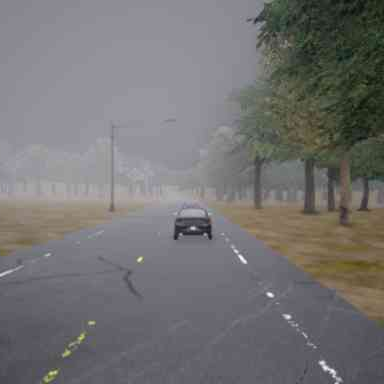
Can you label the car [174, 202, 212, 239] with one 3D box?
[{"bbox_3d":[0.040,1.558,18.039,1.882,1.535,5.008,0,0,0],"label":"car"}]
